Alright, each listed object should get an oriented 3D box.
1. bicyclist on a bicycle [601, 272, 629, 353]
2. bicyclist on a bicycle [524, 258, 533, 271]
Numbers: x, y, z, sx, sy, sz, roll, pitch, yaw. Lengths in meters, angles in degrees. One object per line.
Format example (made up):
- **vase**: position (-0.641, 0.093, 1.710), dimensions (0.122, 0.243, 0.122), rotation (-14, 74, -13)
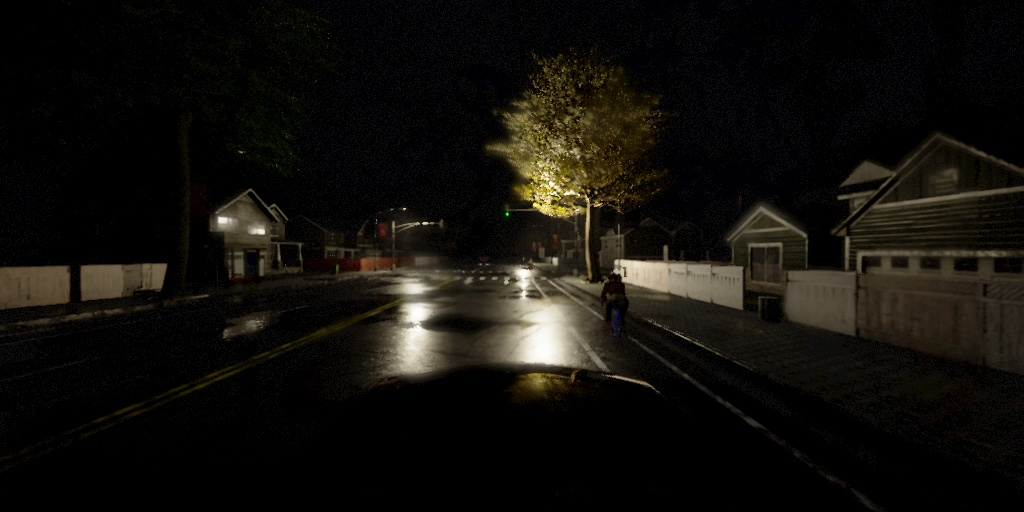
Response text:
- **bicyclist on a bicycle**: position (2.250, 1.190, 7.859), dimensions (0.582, 1.620, 1.656), rotation (0, 0, 0)
- **bicyclist on a bicycle**: position (2.273, 1.091, 43.659), dimensions (0.866, 1.612, 1.509), rotation (0, 0, 0)
